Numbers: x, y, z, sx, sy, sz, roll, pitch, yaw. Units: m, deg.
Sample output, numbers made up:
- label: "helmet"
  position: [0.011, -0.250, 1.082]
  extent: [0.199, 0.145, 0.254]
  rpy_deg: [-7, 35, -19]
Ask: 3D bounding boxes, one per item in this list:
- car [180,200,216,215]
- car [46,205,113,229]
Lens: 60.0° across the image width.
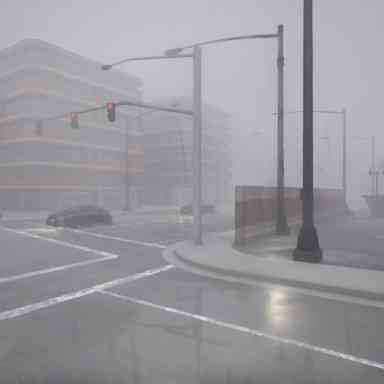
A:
- label: "car"
  position: [0.684, 1.526, 33.239]
  extent: [1.812, 1.442, 4.674]
  rpy_deg: [0, 0, 35]
- label: "car"
  position: [-7.293, 1.563, 21.850]
  extent: [1.994, 1.385, 4.181]
  rpy_deg: [0, 0, 37]
